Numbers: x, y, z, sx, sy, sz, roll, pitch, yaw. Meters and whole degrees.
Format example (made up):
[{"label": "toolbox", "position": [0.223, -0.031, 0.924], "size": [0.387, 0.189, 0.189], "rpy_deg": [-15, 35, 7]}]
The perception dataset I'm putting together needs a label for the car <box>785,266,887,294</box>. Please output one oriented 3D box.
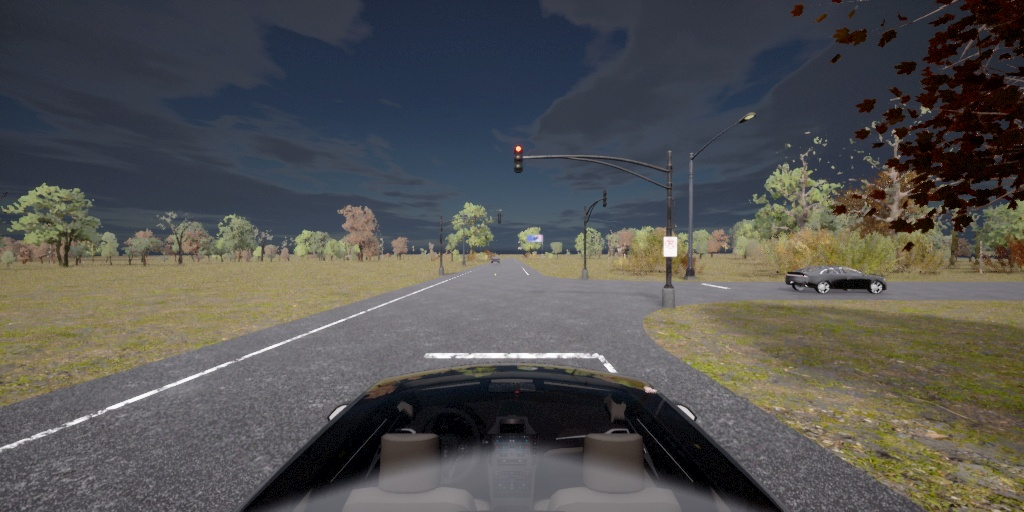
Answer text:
[{"label": "car", "position": [18.327, 1.308, 20.373], "size": [4.902, 1.511, 2.128], "rpy_deg": [0, 1, 0]}]
